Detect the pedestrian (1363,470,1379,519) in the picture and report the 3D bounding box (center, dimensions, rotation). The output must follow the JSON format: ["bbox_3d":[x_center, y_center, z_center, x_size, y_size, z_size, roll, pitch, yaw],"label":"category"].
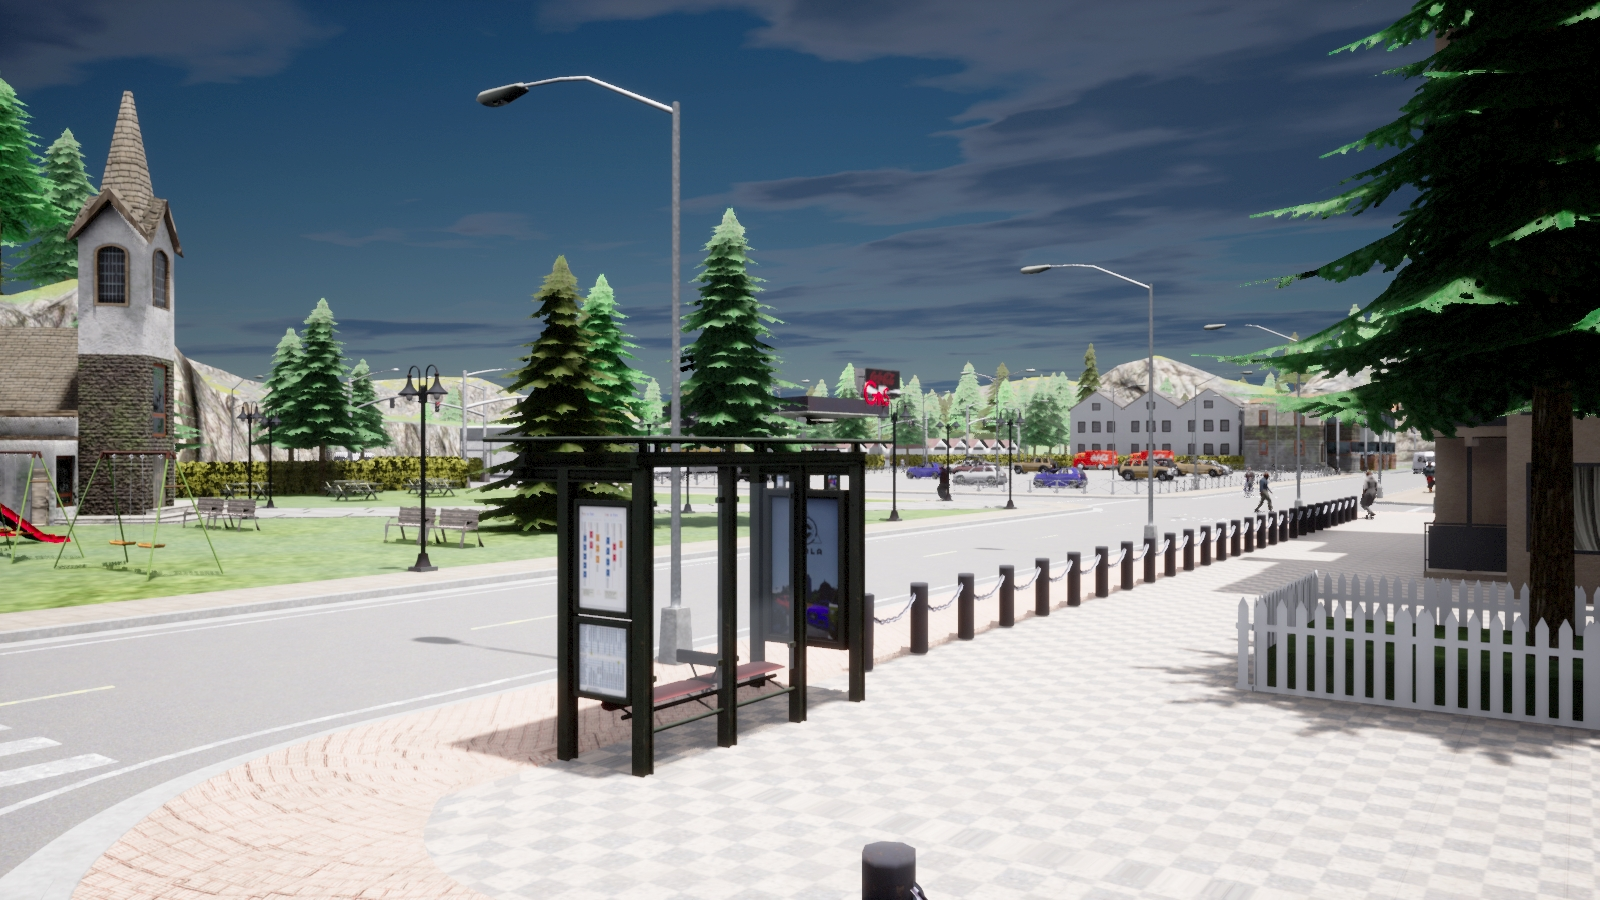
[{"bbox_3d":[21.569,1.677,43.157,0.375,1.860,0.375,0,0,-15],"label":"pedestrian"}]

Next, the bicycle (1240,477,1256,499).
[{"bbox_3d":[25.872,2.180,65.928,0.329,1.171,1.835,0,0,39],"label":"bicycle"}]

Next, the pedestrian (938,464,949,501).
[{"bbox_3d":[7.390,1.674,58.835,0.375,1.860,0.375,0,0,39],"label":"pedestrian"}]

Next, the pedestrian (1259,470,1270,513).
[{"bbox_3d":[20.330,1.826,50.033,0.375,1.860,0.375,0,0,32],"label":"pedestrian"}]

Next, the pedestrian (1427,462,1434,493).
[{"bbox_3d":[38.014,1.670,68.908,0.375,1.860,0.375,0,0,30],"label":"pedestrian"}]
